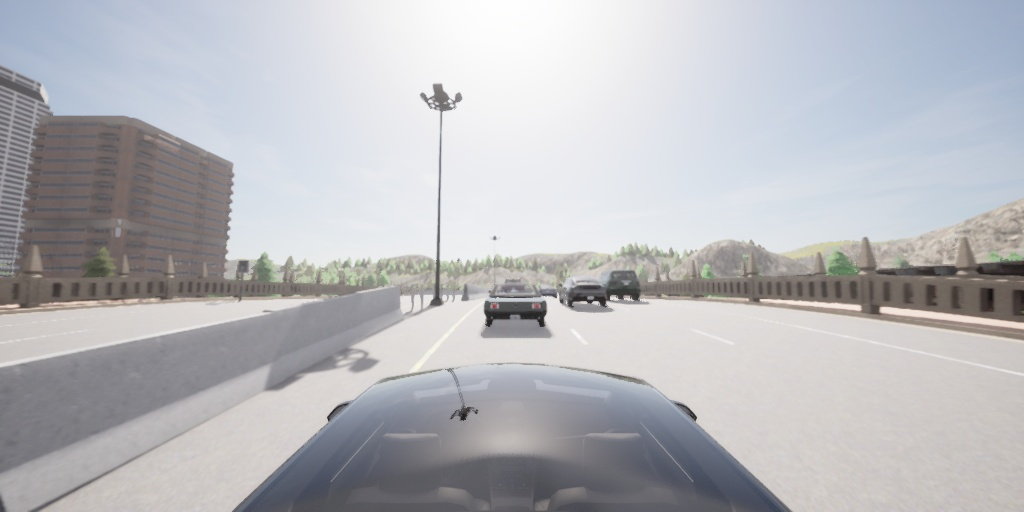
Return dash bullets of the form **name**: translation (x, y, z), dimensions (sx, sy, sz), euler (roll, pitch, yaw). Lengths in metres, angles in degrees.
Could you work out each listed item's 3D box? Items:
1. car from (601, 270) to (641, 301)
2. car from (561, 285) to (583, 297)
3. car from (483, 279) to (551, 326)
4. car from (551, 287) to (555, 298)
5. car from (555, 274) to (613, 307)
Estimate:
- **car**: translation (7.103, 2.069, 24.923), dimensions (2.150, 2.045, 5.566), euler (0, -5, 0)
- **car**: translation (7.105, 4.227, 42.813), dimensions (1.994, 1.385, 4.181), euler (0, -6, 0)
- **car**: translation (0.101, 1.584, 12.590), dimensions (1.895, 1.301, 4.718), euler (0, -3, 0)
- **car**: translation (3.604, 3.756, 38.193), dimensions (1.994, 1.385, 4.181), euler (0, -6, 0)
- **car**: translation (3.602, 1.845, 18.868), dimensions (1.837, 1.490, 4.892), euler (0, -4, 0)
